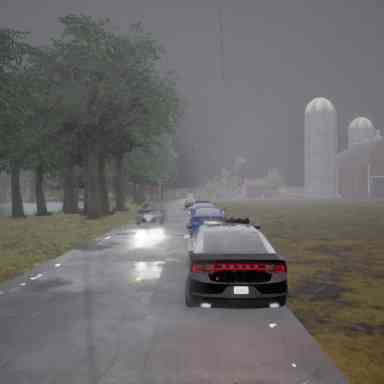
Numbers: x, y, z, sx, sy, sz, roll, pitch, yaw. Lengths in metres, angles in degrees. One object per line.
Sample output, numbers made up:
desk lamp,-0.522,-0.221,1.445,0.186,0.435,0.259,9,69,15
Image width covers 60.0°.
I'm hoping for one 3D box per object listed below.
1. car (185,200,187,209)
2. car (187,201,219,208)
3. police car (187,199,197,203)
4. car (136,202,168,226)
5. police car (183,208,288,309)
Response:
car,-0.040,1.700,47.064,1.895,1.301,4.718,0,0,1
car,0.799,1.487,17.998,1.882,1.535,5.008,0,0,0
police car,0.791,1.443,24.108,1.930,1.638,5.238,0,0,0
car,-2.785,1.509,23.773,2.128,1.511,4.902,0,0,0
police car,0.813,1.428,8.107,1.930,1.638,5.238,0,0,0
